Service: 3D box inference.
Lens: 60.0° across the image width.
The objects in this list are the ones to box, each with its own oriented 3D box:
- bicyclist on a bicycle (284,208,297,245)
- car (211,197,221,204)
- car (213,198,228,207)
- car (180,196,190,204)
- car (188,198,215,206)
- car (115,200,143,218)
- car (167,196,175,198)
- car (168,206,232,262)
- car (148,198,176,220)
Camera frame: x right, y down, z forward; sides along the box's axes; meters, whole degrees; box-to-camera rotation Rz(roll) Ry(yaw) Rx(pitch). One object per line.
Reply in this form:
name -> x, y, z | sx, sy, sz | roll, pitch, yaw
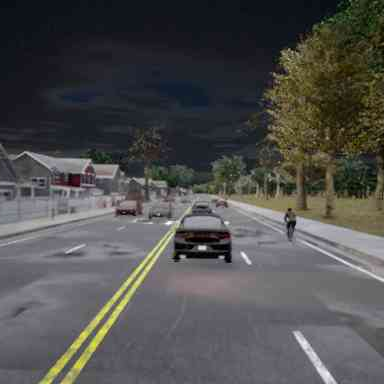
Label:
bicyclist on a bicycle -> 4.512, 1.551, 15.277 | 0.582, 1.620, 1.656 | 1, 0, 2
car -> 5.254, 1.874, 73.541 | 1.895, 1.301, 4.718 | 1, 0, 2
car -> 4.819, 1.747, 54.427 | 1.812, 1.442, 4.674 | 1, 0, 2
car -> -1.338, 1.534, 70.247 | 2.097, 1.767, 4.553 | 1, 0, 2
car -> 0.900, 1.609, 30.816 | 1.837, 1.490, 4.892 | 1, 0, 2
car -> -5.794, 1.501, 31.095 | 1.882, 1.535, 5.008 | 1, 0, 2
car -> -4.548, 1.590, 71.762 | 2.033, 1.411, 5.357 | 1, 0, 2
car -> 0.379, 1.517, 12.357 | 1.882, 1.535, 5.008 | 1, 0, 2
car -> -2.608, 1.560, 28.800 | 1.837, 1.490, 4.892 | 1, 0, 2
